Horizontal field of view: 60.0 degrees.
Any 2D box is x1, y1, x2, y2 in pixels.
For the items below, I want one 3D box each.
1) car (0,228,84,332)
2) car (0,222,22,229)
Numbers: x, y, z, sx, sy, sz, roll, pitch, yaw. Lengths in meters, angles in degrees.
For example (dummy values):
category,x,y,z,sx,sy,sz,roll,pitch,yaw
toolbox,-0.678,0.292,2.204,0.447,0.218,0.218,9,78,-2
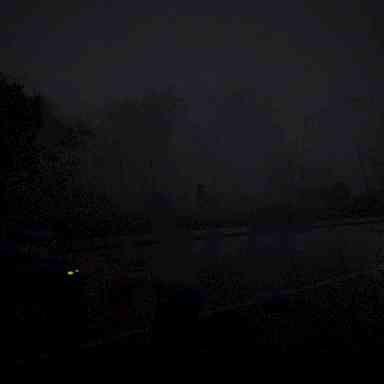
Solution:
category,x,y,z,sx,sy,sz,roll,pitch,yaw
car,-4.164,1.523,5.320,4.674,1.442,1.812,1,0,-36
car,-5.995,1.476,8.312,5.008,1.535,1.882,1,0,-36
